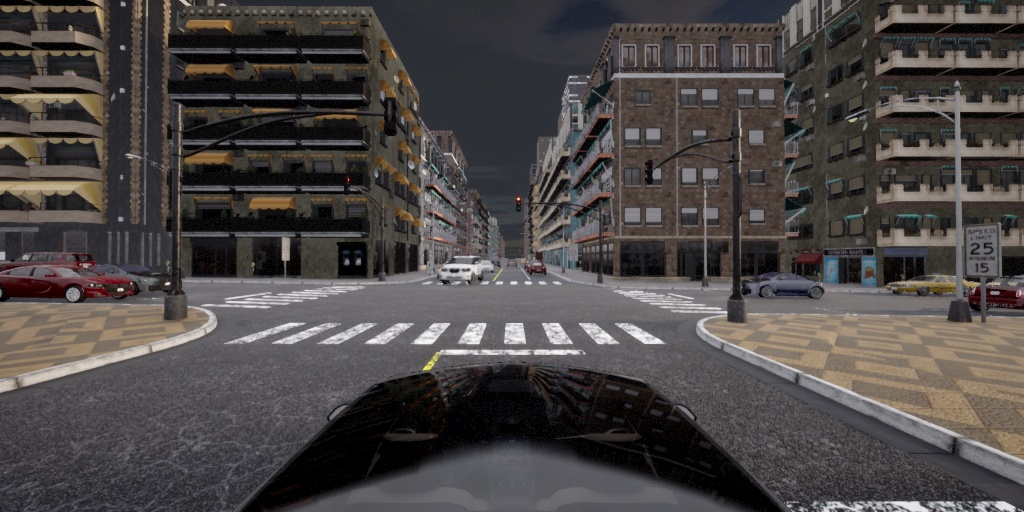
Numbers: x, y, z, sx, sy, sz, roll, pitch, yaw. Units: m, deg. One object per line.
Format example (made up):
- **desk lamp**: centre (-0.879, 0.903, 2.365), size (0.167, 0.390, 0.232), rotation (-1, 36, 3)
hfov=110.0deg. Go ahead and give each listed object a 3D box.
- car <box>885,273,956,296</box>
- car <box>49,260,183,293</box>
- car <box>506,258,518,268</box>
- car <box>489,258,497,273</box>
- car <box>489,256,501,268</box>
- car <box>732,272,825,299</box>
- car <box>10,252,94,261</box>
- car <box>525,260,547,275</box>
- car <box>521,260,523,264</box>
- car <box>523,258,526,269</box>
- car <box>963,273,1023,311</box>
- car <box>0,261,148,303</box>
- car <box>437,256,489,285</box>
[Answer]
- **car**: centre (26.251, 1.755, 22.384), size (4.829, 1.417, 1.751), rotation (0, 0, 0)
- **car**: centre (-17.675, 1.049, 16.307), size (4.181, 1.385, 1.994), rotation (1, -1, -1)
- **car**: centre (0.014, 1.261, 63.793), size (2.128, 1.511, 4.902), rotation (0, 0, 0)
- **car**: centre (-3.091, 1.288, 42.697), size (1.812, 1.442, 4.674), rotation (0, 1, 0)
- **car**: centre (-3.060, 0.990, 60.275), size (2.150, 2.045, 5.566), rotation (0, 0, 0)
- **car**: centre (14.572, 1.584, 19.748), size (4.181, 1.385, 1.994), rotation (1, -1, -1)
- **car**: centre (-28.642, 0.686, 22.013), size (5.009, 1.841, 2.192), rotation (0, 0, 0)
- **car**: centre (2.699, 1.304, 38.364), size (1.888, 1.381, 4.507), rotation (0, 0, 0)
- **car**: centre (2.702, 1.347, 54.934), size (1.802, 1.307, 4.207), rotation (0, 0, 0)
- **car**: centre (2.700, 1.201, 43.888), size (1.967, 1.591, 4.097), rotation (0, 0, 0)
- **car**: centre (20.837, 1.501, 14.030), size (4.097, 1.591, 1.967), rotation (0, 0, 0)
- **car**: centre (-17.260, 1.011, 13.716), size (4.507, 1.381, 1.888), rotation (0, 0, 0)
- **car**: centre (-3.547, 0.979, 26.949), size (2.150, 2.045, 5.566), rotation (0, 0, 8)
